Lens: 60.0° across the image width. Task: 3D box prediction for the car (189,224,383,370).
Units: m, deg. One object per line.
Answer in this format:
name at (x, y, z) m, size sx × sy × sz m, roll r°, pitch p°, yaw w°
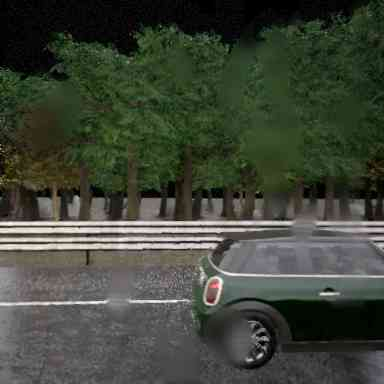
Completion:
car at (2.263, 1.410, 5.380) m, size 4.553 × 1.767 × 2.097 m, roll 0°, pitch 0°, yaw -4°
